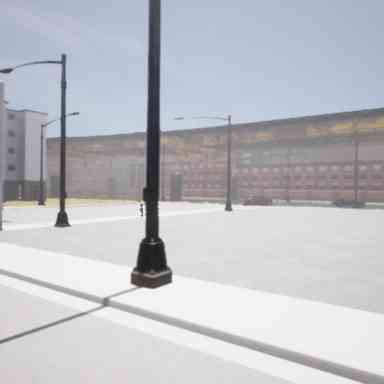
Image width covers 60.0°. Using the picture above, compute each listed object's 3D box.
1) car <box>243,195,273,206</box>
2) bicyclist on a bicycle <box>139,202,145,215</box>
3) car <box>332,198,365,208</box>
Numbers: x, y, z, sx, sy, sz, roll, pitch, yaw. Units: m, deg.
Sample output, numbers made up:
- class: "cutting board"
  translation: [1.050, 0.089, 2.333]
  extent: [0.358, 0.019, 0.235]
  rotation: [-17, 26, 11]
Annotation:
- class: "car"
  translation: [10.382, 1.264, 51.950]
  extent: [4.553, 1.767, 2.097]
  rotation: [1, 1, -16]
- class: "bicyclist on a bicycle"
  translation: [-3.904, 1.250, 28.582]
  extent: [1.656, 1.620, 0.582]
  rotation: [1, 1, 34]
- class: "car"
  translation: [23.940, 1.624, 51.021]
  extent: [4.674, 1.442, 1.812]
  rotation: [1, 1, 18]
